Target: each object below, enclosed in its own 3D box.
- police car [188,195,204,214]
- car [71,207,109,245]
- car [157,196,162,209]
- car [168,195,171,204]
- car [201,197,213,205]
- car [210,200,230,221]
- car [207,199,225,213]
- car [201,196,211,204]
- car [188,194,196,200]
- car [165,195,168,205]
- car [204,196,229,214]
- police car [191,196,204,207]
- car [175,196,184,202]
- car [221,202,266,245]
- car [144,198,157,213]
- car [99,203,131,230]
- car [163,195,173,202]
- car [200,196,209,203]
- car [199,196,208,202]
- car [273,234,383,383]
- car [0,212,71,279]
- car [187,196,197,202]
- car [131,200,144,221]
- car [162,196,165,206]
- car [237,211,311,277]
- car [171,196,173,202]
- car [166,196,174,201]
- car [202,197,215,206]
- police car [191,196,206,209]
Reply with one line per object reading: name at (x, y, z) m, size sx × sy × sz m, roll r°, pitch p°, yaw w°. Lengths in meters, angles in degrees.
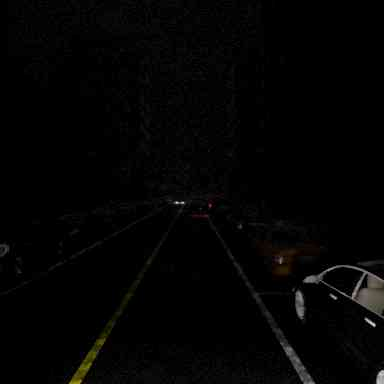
police car at (0.674, 1.425, 35.353) m, size 1.930 × 1.638 × 5.238 m, roll 0°, pitch 0°, yaw -3°
car at (-5.387, 1.581, 15.349) m, size 1.802 × 1.307 × 4.206 m, roll 0°, pitch 0°, yaw 0°
car at (-5.387, 1.549, 42.943) m, size 2.008 × 1.369 × 4.403 m, roll 0°, pitch 0°, yaw 0°
car at (-5.387, 1.551, 59.499) m, size 2.008 × 1.369 × 4.403 m, roll 0°, pitch 0°, yaw 0°
car at (2.638, 1.582, 59.503) m, size 1.802 × 1.307 × 4.206 m, roll 0°, pitch 0°, yaw 0°
car at (2.638, 1.581, 26.393) m, size 1.802 × 1.307 × 4.206 m, roll 0°, pitch 0°, yaw 0°
car at (2.634, 1.524, 37.598) m, size 1.752 × 1.417 × 4.829 m, roll 0°, pitch 0°, yaw 0°
car at (2.637, 1.528, 65.192) m, size 1.752 × 1.417 × 4.829 m, roll 0°, pitch 0°, yaw 0°
car at (0.000, 1.383, 86.649) m, size 1.812 × 1.442 × 4.674 m, roll 0°, pitch 0°, yaw 0°
car at (-5.387, 1.564, 53.981) m, size 1.947 × 1.339 × 4.313 m, roll 0°, pitch 0°, yaw 0°
car at (2.638, 1.313, 31.912) m, size 2.192 × 1.841 × 5.009 m, roll 0°, pitch 0°, yaw 0°
police car at (0.825, 1.425, 51.389) m, size 1.930 × 1.638 × 5.238 m, roll 0°, pitch 0°, yaw 0°
car at (-2.750, 1.523, 75.958) m, size 1.994 × 1.385 × 4.181 m, roll 0°, pitch 0°, yaw 0°
car at (2.638, 1.439, 15.356) m, size 1.967 × 1.590 × 4.097 m, roll 0°, pitch 0°, yaw 0°
car at (-5.387, 1.580, 37.424) m, size 1.802 × 1.307 × 4.206 m, roll 0°, pitch 0°, yaw 0°
car at (-5.387, 1.549, 20.868) m, size 2.008 × 1.369 × 4.403 m, roll 0°, pitch 0°, yaw 0°
car at (-5.388, 1.451, 76.056) m, size 1.967 × 1.590 × 4.097 m, roll 0°, pitch 0°, yaw 0°
car at (2.637, 1.552, 70.540) m, size 1.887 × 1.381 × 4.507 m, roll 0°, pitch 0°, yaw 0°
car at (2.638, 1.593, 76.058) m, size 1.802 × 1.307 × 4.206 m, roll 0°, pitch 0°, yaw 0°
car at (2.638, 1.550, 4.320) m, size 2.008 × 1.369 × 4.403 m, roll 0°, pitch 0°, yaw 0°
car at (-5.387, 1.439, 9.830) m, size 1.967 × 1.590 × 4.097 m, roll 0°, pitch 0°, yaw 0°
car at (0.000, 1.468, 72.000) m, size 1.895 × 1.301 × 4.718 m, roll 0°, pitch 0°, yaw 0°
car at (-5.387, 1.549, 26.386) m, size 2.008 × 1.369 × 4.403 m, roll 0°, pitch 0°, yaw 0°
car at (-5.387, 1.543, 48.462) m, size 1.887 × 1.381 × 4.507 m, roll 0°, pitch 0°, yaw 0°
car at (2.638, 1.524, 10.008) m, size 1.752 × 1.417 × 4.829 m, roll 0°, pitch 0°, yaw 0°
car at (-5.388, 1.443, 65.018) m, size 1.967 × 1.590 × 4.097 m, roll 0°, pitch 0°, yaw 0°
car at (-5.388, 1.597, 81.575) m, size 1.802 × 1.307 × 4.206 m, roll 0°, pitch 0°, yaw 0°
car at (2.638, 1.581, 53.985) m, size 1.802 × 1.307 × 4.206 m, roll 0°, pitch 0°, yaw 0°
police car at (0.825, 1.424, 45.389) m, size 1.930 × 1.638 × 5.238 m, roll 0°, pitch 0°, yaw 0°
